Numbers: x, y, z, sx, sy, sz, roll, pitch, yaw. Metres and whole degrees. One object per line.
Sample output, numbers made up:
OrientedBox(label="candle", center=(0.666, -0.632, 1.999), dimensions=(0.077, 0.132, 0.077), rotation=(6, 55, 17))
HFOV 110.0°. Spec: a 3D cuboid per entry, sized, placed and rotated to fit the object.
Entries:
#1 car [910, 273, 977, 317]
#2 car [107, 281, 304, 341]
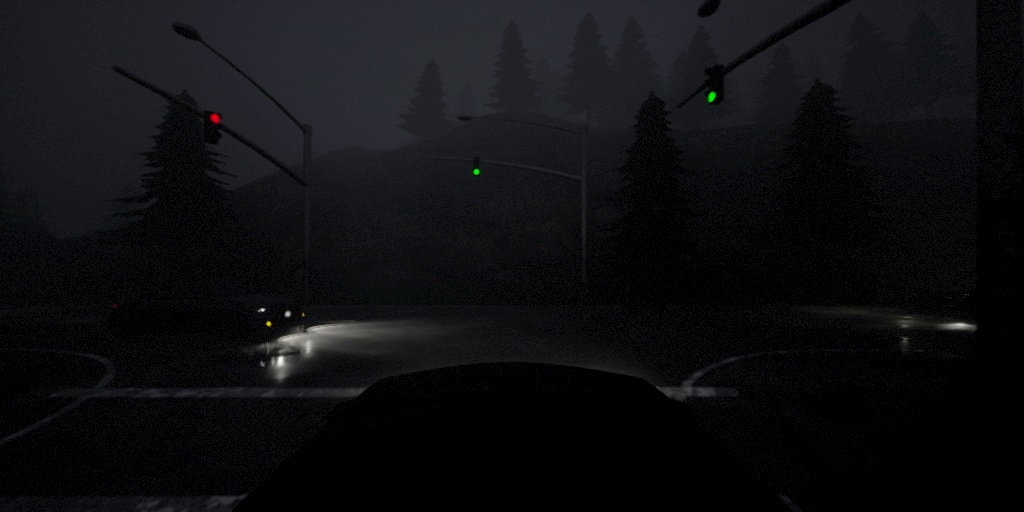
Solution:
OrientedBox(label="car", center=(17.521, 1.313, 12.909), dimensions=(5.008, 1.535, 1.882), rotation=(0, 0, 2))
OrientedBox(label="car", center=(-7.992, 1.368, 9.616), dimensions=(4.181, 1.385, 1.994), rotation=(0, 0, 0))
